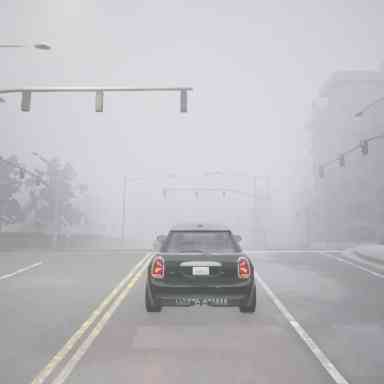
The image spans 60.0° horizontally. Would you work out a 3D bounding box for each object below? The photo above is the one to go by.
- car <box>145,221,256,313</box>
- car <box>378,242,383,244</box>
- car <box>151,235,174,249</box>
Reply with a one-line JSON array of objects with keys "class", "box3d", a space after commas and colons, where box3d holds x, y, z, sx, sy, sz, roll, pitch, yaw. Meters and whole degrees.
[{"class": "car", "box3d": [0.178, 1.489, 8.147, 2.097, 1.767, 4.553, 0, -1, 0]}, {"class": "car", "box3d": [17.225, 4.286, 26.187, 4.892, 1.490, 1.837, 5, -10, 1]}, {"class": "car", "box3d": [-3.119, 5.446, 35.751, 2.033, 1.411, 5.357, 0, -10, -1]}]
